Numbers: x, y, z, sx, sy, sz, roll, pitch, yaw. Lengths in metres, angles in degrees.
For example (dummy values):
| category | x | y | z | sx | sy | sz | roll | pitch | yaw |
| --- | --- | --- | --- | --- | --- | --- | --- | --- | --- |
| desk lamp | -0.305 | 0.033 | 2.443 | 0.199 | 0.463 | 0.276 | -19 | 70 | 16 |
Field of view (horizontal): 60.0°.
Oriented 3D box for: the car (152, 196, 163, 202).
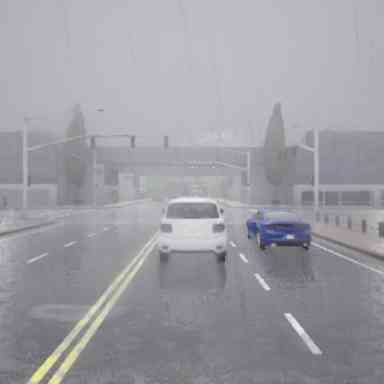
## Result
| category | x | y | z | sx | sy | sz | roll | pitch | yaw |
| --- | --- | --- | --- | --- | --- | --- | --- | --- | --- |
| car | -7.523 | 1.562 | 73.504 | 1.895 | 1.301 | 4.718 | 0 | 0 | 0 |

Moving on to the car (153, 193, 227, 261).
| category | x | y | z | sx | sy | sz | roll | pitch | yaw |
| --- | --- | --- | --- | --- | --- | --- | --- | --- | --- |
| car | 0.033 | 1.217 | 12.363 | 2.150 | 2.045 | 5.566 | 0 | 0 | 0 |

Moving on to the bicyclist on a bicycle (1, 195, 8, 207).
| category | x | y | z | sx | sy | sz | roll | pitch | yaw |
| --- | --- | --- | --- | --- | --- | --- | --- | --- | --- |
| bicyclist on a bicycle | -25.763 | 1.282 | 45.763 | 0.582 | 1.620 | 1.656 | 0 | 0 | 2 |

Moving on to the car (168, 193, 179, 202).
| category | x | y | z | sx | sy | sz | roll | pitch | yaw |
| --- | --- | --- | --- | --- | --- | --- | --- | --- | --- |
| car | -4.024 | 1.192 | 73.479 | 2.150 | 2.045 | 5.566 | 0 | 0 | 0 |

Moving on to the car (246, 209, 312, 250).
| category | x | y | z | sx | sy | sz | roll | pitch | yaw |
| --- | --- | --- | --- | --- | --- | --- | --- | --- | --- |
| car | 3.553 | 1.471 | 14.417 | 1.882 | 1.535 | 5.008 | 0 | 0 | 1 |
